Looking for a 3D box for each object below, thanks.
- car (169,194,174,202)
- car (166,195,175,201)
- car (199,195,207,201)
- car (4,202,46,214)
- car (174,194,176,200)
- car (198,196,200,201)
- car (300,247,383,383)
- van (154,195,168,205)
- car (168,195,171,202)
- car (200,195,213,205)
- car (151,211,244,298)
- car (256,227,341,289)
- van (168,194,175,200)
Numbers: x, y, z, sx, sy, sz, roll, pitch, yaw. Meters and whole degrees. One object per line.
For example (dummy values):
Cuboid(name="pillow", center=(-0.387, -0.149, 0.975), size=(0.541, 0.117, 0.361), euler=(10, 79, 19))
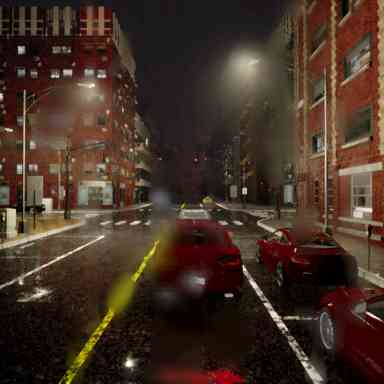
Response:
Cuboid(name="car", center=(-5.617, 1.607, 75.125), size=(1.802, 1.307, 4.206), euler=(1, 0, 0))
Cuboid(name="car", center=(-5.607, 1.582, 86.429), size=(2.008, 1.369, 4.403), euler=(1, 0, 0))
Cuboid(name="car", center=(2.773, 1.597, 86.383), size=(1.947, 1.339, 4.313), euler=(1, 0, 0))
Cuboid(name="car", center=(-18.680, 1.730, 37.269), size=(4.313, 1.339, 1.947), euler=(0, -1, 0))
Cuboid(name="car", center=(-5.611, 1.553, 80.607), size=(1.752, 1.417, 4.829), euler=(1, 0, 0))
Cuboid(name="car", center=(2.769, 1.572, 80.732), size=(1.887, 1.381, 4.507), euler=(1, 0, 0))
Cuboid(name="car", center=(2.670, 1.583, 3.213), size=(1.802, 1.307, 4.206), euler=(1, 0, 0))
Cuboid(name="van", center=(-5.627, 1.359, 58.168), size=(1.690, 1.788, 3.998), euler=(1, 0, 0))
Cuboid(name="car", center=(-5.626, 1.602, 63.820), size=(1.802, 1.307, 4.206), euler=(1, 0, 0))
Cuboid(name="car", center=(2.750, 1.543, 58.292), size=(1.752, 1.417, 4.829), euler=(1, 0, 0))
Cuboid(name="car", center=(0.105, 1.480, 8.549), size=(1.882, 1.535, 5.008), euler=(0, 0, 0))
Cuboid(name="car", center=(2.845, 1.584, 8.869), size=(1.802, 1.307, 4.206), euler=(1, 0, 0))
Cuboid(name="van", center=(-5.599, 1.375, 92.082), size=(1.690, 1.788, 3.998), euler=(1, 0, 0))
